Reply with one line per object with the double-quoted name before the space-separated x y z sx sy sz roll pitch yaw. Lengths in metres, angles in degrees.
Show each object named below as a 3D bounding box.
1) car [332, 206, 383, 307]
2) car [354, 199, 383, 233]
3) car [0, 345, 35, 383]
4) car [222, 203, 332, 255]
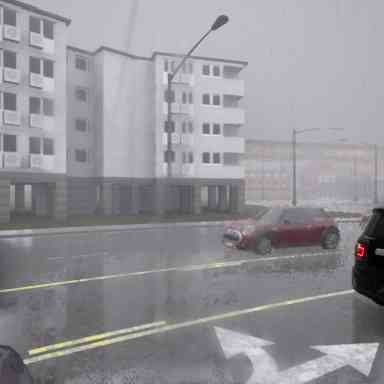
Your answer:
"car" 5.621 1.221 6.262 5.566 2.045 2.150 0 0 -23
"car" 12.288 1.350 19.676 4.553 1.767 2.097 0 0 -15
"car" -3.381 1.548 1.190 5.357 1.411 2.033 0 0 -37
"car" 3.488 1.351 13.148 4.553 1.767 2.097 0 0 -21
